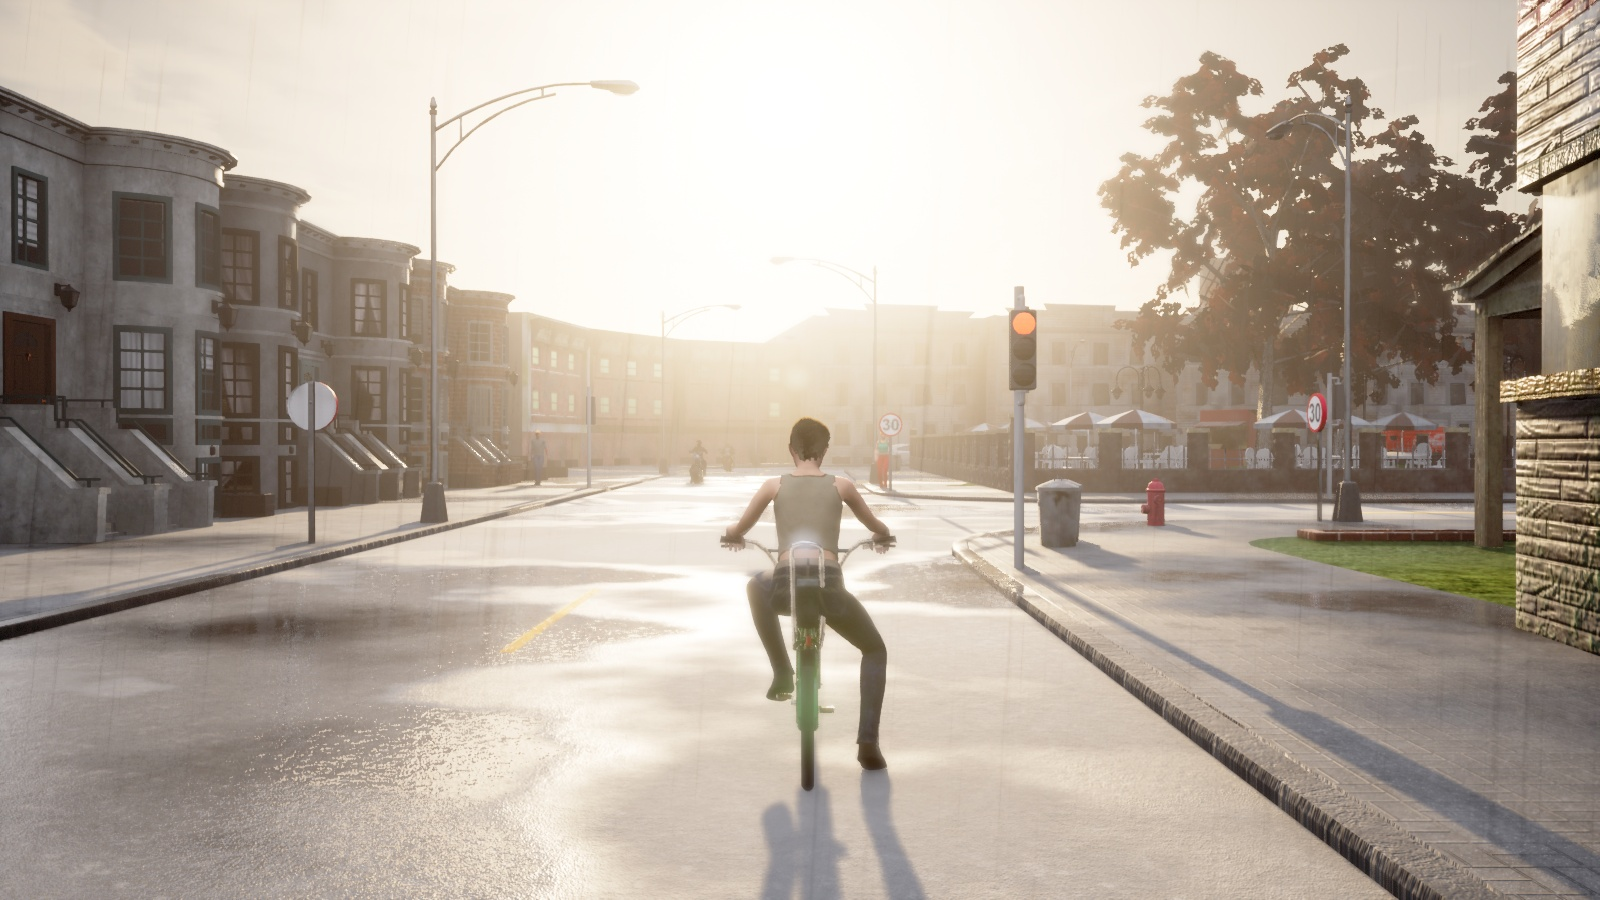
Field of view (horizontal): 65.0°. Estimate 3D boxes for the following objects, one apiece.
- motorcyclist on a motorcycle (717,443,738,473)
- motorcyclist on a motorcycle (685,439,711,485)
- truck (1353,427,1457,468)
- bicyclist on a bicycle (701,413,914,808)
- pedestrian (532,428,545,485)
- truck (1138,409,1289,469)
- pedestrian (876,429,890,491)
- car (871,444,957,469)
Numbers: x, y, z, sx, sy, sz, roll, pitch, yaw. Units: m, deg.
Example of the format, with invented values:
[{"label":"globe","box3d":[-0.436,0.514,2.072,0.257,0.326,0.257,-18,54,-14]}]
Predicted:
[{"label":"motorcyclist on a motorcycle","box3d":[-3.744,0.409,65.426,0.866,1.530,2.191,0,0,2]},{"label":"motorcyclist on a motorcycle","box3d":[-3.778,0.429,46.842,0.766,1.649,2.350,0,0,0]},{"label":"truck","box3d":[37.469,-0.150,77.859,5.204,2.467,2.627,0,0,0]},{"label":"bicyclist on a bicycle","box3d":[0.037,0.650,5.875,0.866,1.612,1.509,0,0,0]},{"label":"pedestrian","box3d":[-8.569,0.214,41.158,0.354,1.836,0.706,0,0,-5]},{"label":"truck","box3d":[24.244,-0.633,73.895,7.936,3.462,2.891,0,0,0]},{"label":"pedestrian","box3d":[2.517,0.300,37.983,0.345,1.836,0.594,0,0,13]},{"label":"car","box3d":[6.702,0.362,73.827,4.674,1.442,1.812,0,0,-15]}]
